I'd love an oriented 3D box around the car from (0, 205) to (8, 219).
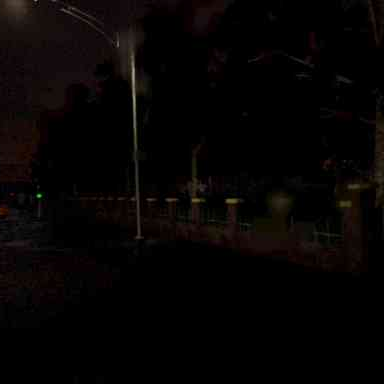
[{"bbox_3d":[-20.942,2.017,34.607,5.008,1.535,1.882,-1,0,40],"label":"car"}]
